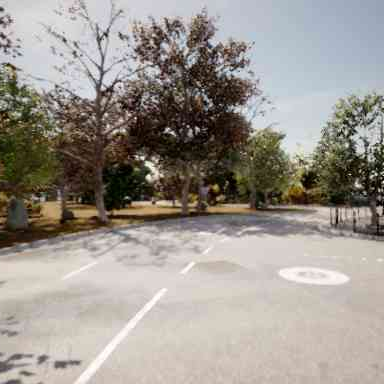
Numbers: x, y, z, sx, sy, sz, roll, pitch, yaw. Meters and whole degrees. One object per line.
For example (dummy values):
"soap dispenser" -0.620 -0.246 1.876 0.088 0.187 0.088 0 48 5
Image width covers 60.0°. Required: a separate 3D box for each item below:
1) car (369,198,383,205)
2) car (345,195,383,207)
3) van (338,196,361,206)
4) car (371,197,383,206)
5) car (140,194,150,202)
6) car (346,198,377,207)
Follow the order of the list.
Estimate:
"car" 39.658 2.144 71.605 1.812 1.442 4.674 1 -2 17
"car" 30.596 1.590 59.101 5.566 2.045 2.435 1 -1 17
"van" 35.488 2.038 74.995 4.442 1.987 1.878 1 -2 17
"car" 46.416 2.336 82.674 2.150 2.045 5.566 1 -2 17
"car" -11.014 1.274 73.422 2.097 1.767 4.553 1 -1 13
"car" 31.335 1.892 61.660 4.892 1.521 2.231 1 -1 17
